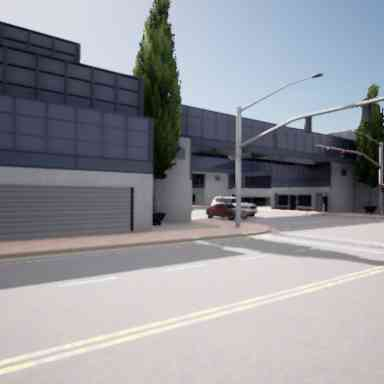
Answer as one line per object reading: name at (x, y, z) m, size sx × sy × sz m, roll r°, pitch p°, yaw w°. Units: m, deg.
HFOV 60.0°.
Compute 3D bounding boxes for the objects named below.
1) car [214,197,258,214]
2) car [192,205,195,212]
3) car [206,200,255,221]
car at (4.352, 1.514, 34.931) m, size 2.150 × 2.045 × 5.566 m, roll 1°, pitch -1°, yaw -37°
car at (-1.634, 1.768, 42.937) m, size 1.882 × 1.535 × 5.008 m, roll 1°, pitch -1°, yaw -37°
car at (3.172, 1.776, 30.665) m, size 1.812 × 1.442 × 4.674 m, roll 1°, pitch -1°, yaw -37°
